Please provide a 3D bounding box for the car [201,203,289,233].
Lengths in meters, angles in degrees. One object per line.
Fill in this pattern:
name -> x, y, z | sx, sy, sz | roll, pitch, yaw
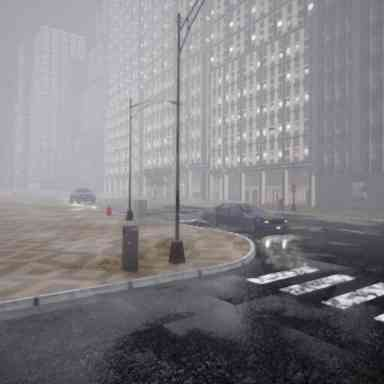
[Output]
car -> 2.682, 1.296, 18.248 | 2.033, 1.411, 5.357 | 1, 1, -35

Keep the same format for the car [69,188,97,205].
car -> -14.014, 0.479, 42.447 | 2.150, 2.045, 5.566 | 1, 1, -35
